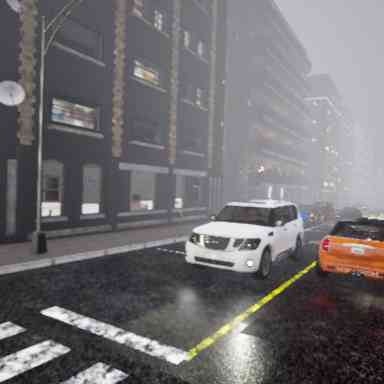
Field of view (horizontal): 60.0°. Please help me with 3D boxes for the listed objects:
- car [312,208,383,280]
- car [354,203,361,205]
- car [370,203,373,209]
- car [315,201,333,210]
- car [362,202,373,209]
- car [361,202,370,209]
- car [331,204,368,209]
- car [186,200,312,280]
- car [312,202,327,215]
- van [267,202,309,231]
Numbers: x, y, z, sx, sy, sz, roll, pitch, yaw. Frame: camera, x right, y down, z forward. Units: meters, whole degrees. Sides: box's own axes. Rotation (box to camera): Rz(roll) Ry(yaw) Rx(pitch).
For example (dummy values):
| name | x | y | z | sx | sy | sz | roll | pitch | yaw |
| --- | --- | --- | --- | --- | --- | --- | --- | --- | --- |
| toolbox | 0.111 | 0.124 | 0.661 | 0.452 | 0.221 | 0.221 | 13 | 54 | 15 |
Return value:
| name | x | y | z | sx | sy | sz | roll | pitch | yaw |
| --- | --- | --- | --- | --- | --- | --- | --- | --- | --- |
| car | 5.393 | 1.580 | 10.342 | 2.097 | 1.767 | 4.553 | 2 | 0 | 32 |
| car | 24.076 | 2.466 | 50.758 | 1.967 | 1.590 | 4.097 | 1 | -1 | 32 |
| car | 38.168 | 3.146 | 73.162 | 1.752 | 1.417 | 4.829 | 1 | -1 | 32 |
| car | 12.566 | 1.853 | 32.456 | 2.192 | 1.841 | 5.009 | 1 | -1 | 32 |
| car | 41.232 | 3.189 | 78.028 | 1.967 | 1.590 | 4.097 | 1 | -1 | 32 |
| car | 32.712 | 2.831 | 64.486 | 1.967 | 1.590 | 4.097 | 1 | -1 | 32 |
| car | 14.692 | 2.175 | 30.916 | 2.033 | 1.411 | 5.357 | 2 | 0 | 33 |
| car | 2.017 | 1.303 | 10.790 | 2.150 | 2.045 | 5.566 | 2 | 1 | 32 |
| car | 9.685 | 1.855 | 27.879 | 1.967 | 1.590 | 4.097 | 1 | -1 | 32 |
| van | 6.809 | 1.634 | 23.305 | 1.690 | 1.788 | 3.998 | 1 | -1 | 32 |
